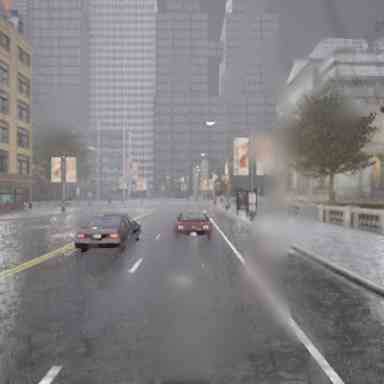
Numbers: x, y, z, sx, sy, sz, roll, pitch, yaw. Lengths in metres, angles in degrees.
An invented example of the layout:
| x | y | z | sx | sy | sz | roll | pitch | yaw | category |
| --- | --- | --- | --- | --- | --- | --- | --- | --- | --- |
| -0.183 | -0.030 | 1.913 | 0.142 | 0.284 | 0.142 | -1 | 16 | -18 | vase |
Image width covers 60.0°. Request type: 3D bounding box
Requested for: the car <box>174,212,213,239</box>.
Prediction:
| x | y | z | sx | sy | sz | roll | pitch | yaw | category |
| --- | --- | --- | --- | --- | --- | --- | --- | --- | --- |
| 0.069 | 1.737 | 18.160 | 1.895 | 1.301 | 4.718 | 0 | 0 | 0 | car |

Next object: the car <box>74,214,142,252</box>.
| x | y | z | sx | sy | sz | roll | pitch | yaw | category |
| --- | --- | --- | --- | --- | --- | --- | --- | --- | --- |
| -3.424 | 1.659 | 14.477 | 2.033 | 1.411 | 5.357 | 0 | 0 | 0 | car |
